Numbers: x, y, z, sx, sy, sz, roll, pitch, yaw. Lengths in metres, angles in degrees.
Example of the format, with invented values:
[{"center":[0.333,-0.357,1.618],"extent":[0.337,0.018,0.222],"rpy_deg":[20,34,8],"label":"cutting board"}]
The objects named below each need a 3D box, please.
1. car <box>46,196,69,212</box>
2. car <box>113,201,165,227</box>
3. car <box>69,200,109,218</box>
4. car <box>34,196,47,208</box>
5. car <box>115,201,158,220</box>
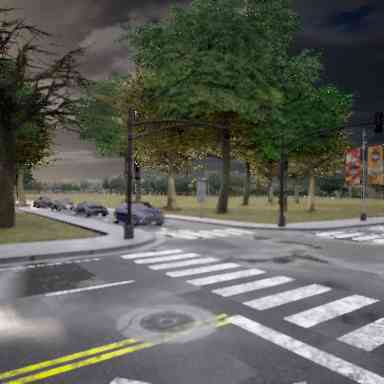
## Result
[{"center":[-15.291,1.529,39.433],"extent":[2.128,1.511,4.902],"rpy_deg":[1,0,-35],"label":"car"},{"center":[-3.738,1.411,23.153],"extent":[2.097,1.767,4.553],"rpy_deg":[1,0,-35],"label":"car"},{"center":[-9.613,1.593,31.426],"extent":[2.033,1.411,5.357],"rpy_deg":[1,0,-35],"label":"car"},{"center":[-21.464,1.384,48.200],"extent":[2.097,1.767,4.553],"rpy_deg":[1,0,-35],"label":"car"},{"center":[-5.149,1.582,30.230],"extent":[1.837,1.490,4.892],"rpy_deg":[1,0,-35],"label":"car"}]
